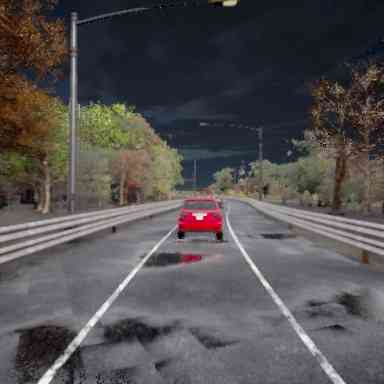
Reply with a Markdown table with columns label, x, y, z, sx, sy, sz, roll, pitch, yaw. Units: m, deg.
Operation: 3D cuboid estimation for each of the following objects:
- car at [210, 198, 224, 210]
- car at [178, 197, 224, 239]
| label | x | y | z | sx | sy | sz | roll | pitch | yaw |
| --- | --- | --- | --- | --- | --- | --- | --- | --- | --- |
| car | 3.737 | 1.706 | 49.236 | 1.882 | 1.535 | 5.008 | 0 | 0 | 8 |
| car | 0.517 | 1.291 | 18.055 | 2.150 | 2.045 | 5.566 | 0 | 0 | 4 |
